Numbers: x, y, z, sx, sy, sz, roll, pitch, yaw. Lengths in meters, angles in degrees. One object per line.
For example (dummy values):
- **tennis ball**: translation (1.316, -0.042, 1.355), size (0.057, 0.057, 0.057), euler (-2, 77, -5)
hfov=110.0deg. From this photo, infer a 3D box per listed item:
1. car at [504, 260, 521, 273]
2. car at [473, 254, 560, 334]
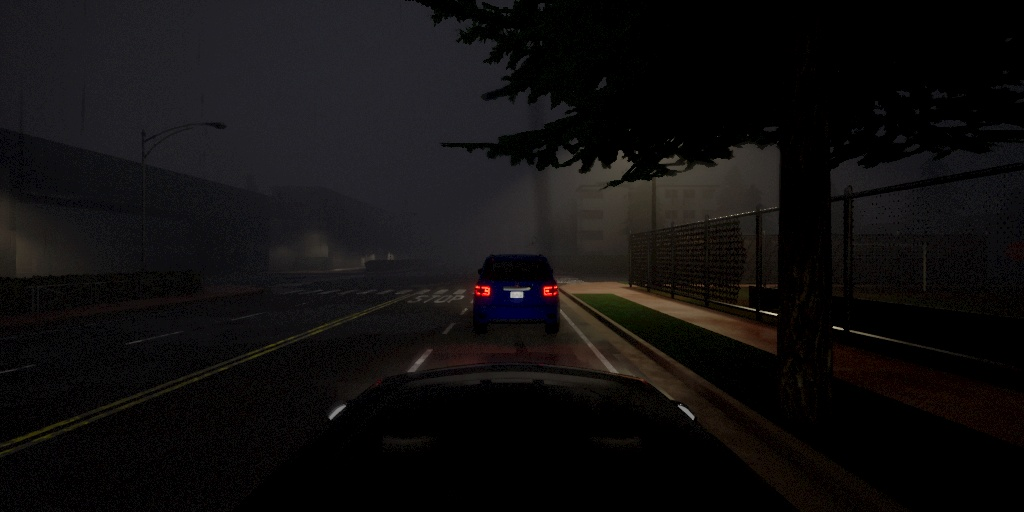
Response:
- **car**: translation (0.027, 1.242, 45.664), size (2.128, 1.511, 4.902), euler (0, 0, 0)
- **car**: translation (0.116, 0.972, 10.798), size (2.150, 2.045, 5.566), euler (0, 0, 0)
